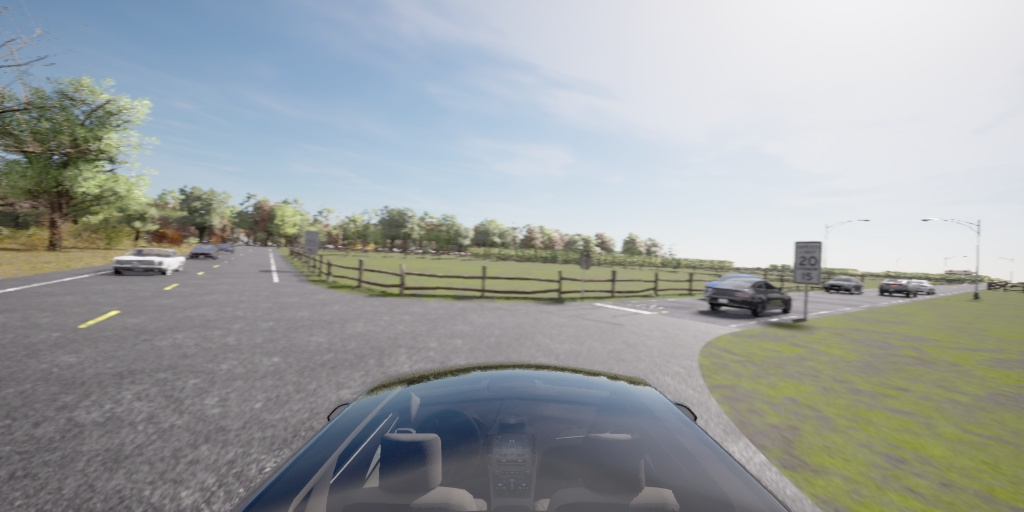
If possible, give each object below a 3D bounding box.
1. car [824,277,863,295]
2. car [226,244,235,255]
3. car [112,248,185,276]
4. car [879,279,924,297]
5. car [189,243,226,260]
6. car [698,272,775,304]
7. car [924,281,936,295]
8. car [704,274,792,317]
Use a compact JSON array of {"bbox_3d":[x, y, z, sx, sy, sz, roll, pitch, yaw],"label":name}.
[{"bbox_3d":[30.103,2.648,32.475,4.892,1.490,1.837,3,-1,-34],"label":"car"},{"bbox_3d":[-38.642,-1.005,48.329,1.994,1.385,4.181,4,0,-34],"label":"car"},{"bbox_3d":[-18.487,0.260,18.420,1.895,1.301,4.718,4,0,-34],"label":"car"},{"bbox_3d":[34.567,2.832,32.069,4.902,1.511,2.128,3,0,-34],"label":"car"},{"bbox_3d":[-29.169,-0.395,34.221,2.033,1.411,5.357,4,0,-34],"label":"car"},{"bbox_3d":[13.088,1.791,20.774,5.008,1.535,1.882,3,0,-35],"label":"car"},{"bbox_3d":[43.200,3.286,38.071,4.674,1.442,1.812,3,0,-34],"label":"car"},{"bbox_3d":[10.127,1.675,15.274,4.674,1.442,1.812,3,0,-35],"label":"car"}]
